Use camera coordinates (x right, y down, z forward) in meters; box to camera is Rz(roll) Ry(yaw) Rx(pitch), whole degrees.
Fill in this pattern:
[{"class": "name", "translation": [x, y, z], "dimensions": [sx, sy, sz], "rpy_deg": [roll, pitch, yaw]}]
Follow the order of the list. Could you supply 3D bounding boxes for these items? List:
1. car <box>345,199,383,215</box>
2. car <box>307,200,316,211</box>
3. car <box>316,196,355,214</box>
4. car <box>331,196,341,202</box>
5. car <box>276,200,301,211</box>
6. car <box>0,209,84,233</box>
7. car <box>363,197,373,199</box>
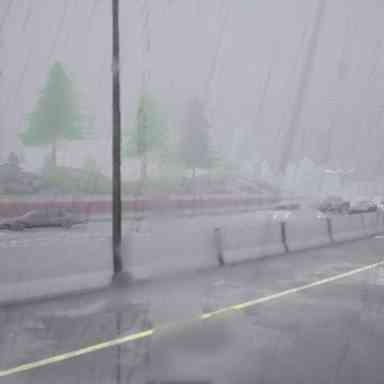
[{"class": "car", "translation": [18.379, 1.742, 35.334], "dimensions": [2.033, 1.411, 5.357], "rpy_deg": [-1, -1, 41]}, {"class": "car", "translation": [17.031, 1.803, 44.811], "dimensions": [1.837, 1.490, 4.892], "rpy_deg": [-1, 0, 38]}, {"class": "car", "translation": [16.996, 1.465, 39.141], "dimensions": [2.150, 2.045, 5.566], "rpy_deg": [-1, -1, 40]}, {"class": "car", "translation": [34.979, 1.737, 80.747], "dimensions": [1.812, 1.442, 4.674], "rpy_deg": [-1, -1, 29]}, {"class": "car", "translation": [13.259, 1.818, 45.621], "dimensions": [1.882, 1.535, 5.008], "rpy_deg": [-1, 0, 38]}, {"class": "car", "translation": [-10.178, 1.862, 22.612], "dimensions": [5.357, 1.411, 2.033], "rpy_deg": [0, -1, -37]}, {"class": "car", "translation": [39.183, 1.788, 73.940], "dimensions": [1.994, 1.385, 4.181], "rpy_deg": [-1, -1, 29]}]
